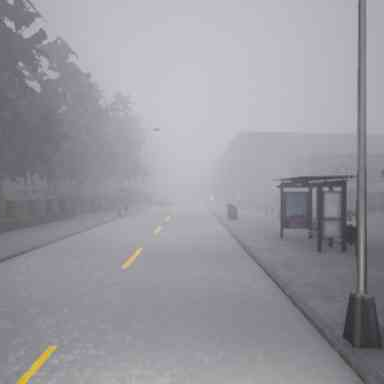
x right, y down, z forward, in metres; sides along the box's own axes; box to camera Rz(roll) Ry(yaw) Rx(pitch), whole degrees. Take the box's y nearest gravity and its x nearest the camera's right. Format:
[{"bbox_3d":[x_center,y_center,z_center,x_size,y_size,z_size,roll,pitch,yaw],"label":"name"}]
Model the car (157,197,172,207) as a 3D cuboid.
[{"bbox_3d":[-4.082,1.460,50.331,1.812,1.442,4.674,0,0,0],"label":"car"}]
